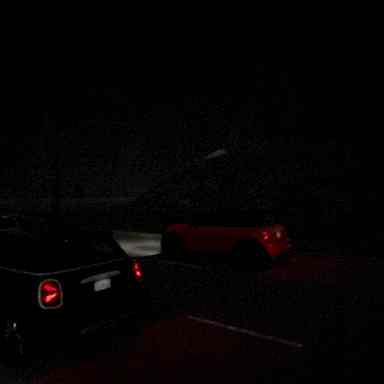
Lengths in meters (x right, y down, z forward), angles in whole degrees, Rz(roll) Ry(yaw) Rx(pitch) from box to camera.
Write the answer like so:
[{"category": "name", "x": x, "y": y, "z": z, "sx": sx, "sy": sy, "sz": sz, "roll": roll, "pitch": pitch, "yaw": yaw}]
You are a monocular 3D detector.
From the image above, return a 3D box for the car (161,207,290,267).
[{"category": "car", "x": 1.021, "y": 1.402, "z": 11.839, "sx": 4.553, "sy": 1.767, "sz": 2.097, "roll": -1, "pitch": 0, "yaw": 36}]

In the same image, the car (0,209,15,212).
[{"category": "car", "x": -6.882, "y": 1.616, "z": 13.260, "sx": 4.892, "sy": 1.490, "sz": 1.837, "roll": -1, "pitch": 0, "yaw": 37}]

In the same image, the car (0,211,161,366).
[{"category": "car", "x": -3.039, "y": 1.401, "z": 6.137, "sx": 4.553, "sy": 1.767, "sz": 2.097, "roll": -1, "pitch": 0, "yaw": 36}]

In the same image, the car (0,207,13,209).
[{"category": "car", "x": -13.918, "y": 1.761, "z": 24.150, "sx": 2.033, "sy": 1.411, "sz": 5.357, "roll": 0, "pitch": 0, "yaw": -41}]
